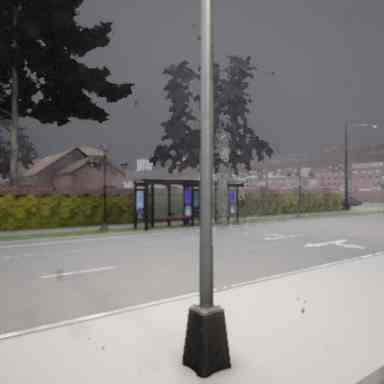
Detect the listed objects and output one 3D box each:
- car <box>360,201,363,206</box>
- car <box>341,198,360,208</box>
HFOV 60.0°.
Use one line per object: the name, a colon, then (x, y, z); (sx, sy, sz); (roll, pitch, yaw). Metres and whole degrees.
car: (23.594, 1.557, 50.622); (1.994, 1.385, 4.181); (0, 0, -35)
car: (21.121, 1.594, 48.033); (1.895, 1.301, 4.718); (0, 0, -35)
